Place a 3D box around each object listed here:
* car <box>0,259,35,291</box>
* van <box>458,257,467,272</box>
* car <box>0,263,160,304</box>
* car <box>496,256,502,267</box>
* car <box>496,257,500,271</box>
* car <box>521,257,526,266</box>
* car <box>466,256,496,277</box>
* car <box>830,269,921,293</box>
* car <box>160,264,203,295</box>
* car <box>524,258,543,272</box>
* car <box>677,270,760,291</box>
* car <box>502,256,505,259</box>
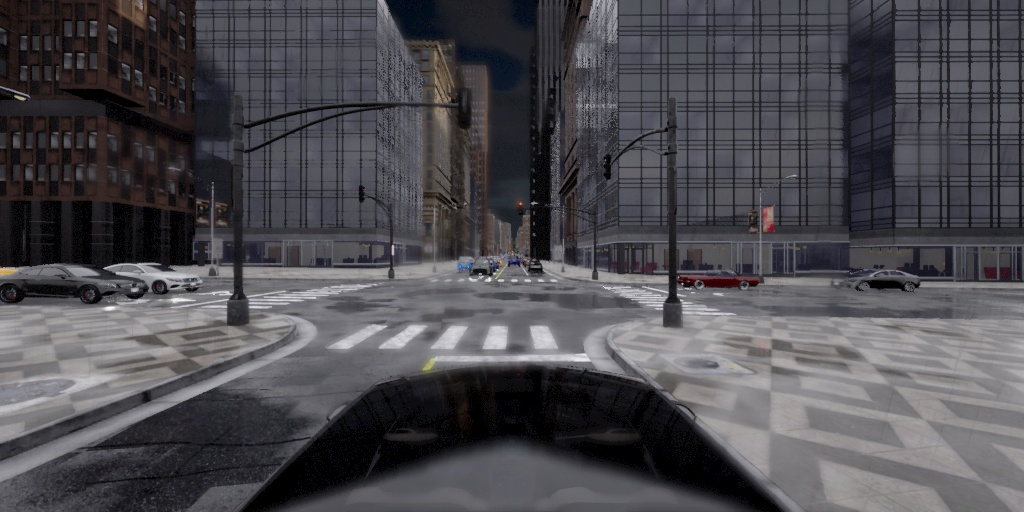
[{"bbox_3d":[-26.904,0.886,17.407,5.008,1.535,1.882,1,0,1],"label":"car"},{"bbox_3d":[-5.683,1.058,44.703,1.690,1.789,3.998,0,0,0],"label":"van"},{"bbox_3d":[-17.231,1.046,14.108,4.674,1.442,1.812,1,0,-1],"label":"car"},{"bbox_3d":[-2.866,1.208,54.078,1.837,1.490,4.892,0,0,0],"label":"car"},{"bbox_3d":[-2.924,1.195,44.613,1.882,1.535,5.008,0,0,1],"label":"car"},{"bbox_3d":[2.937,1.270,61.605,1.802,1.307,4.207,0,0,0],"label":"car"},{"bbox_3d":[-2.959,1.080,35.492,2.097,1.767,4.553,0,0,0],"label":"car"},{"bbox_3d":[24.071,1.601,23.862,4.902,1.511,2.128,1,0,0],"label":"car"},{"bbox_3d":[-17.759,1.051,17.365,4.674,1.442,1.812,1,0,0],"label":"car"},{"bbox_3d":[2.842,1.283,44.657,1.948,1.339,4.313,0,0,0],"label":"car"},{"bbox_3d":[13.580,1.568,23.914,4.718,1.301,1.895,1,0,0],"label":"car"},{"bbox_3d":[-2.780,1.161,63.927,1.882,1.535,5.008,0,0,1],"label":"car"}]
